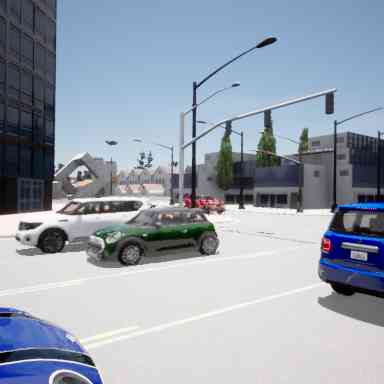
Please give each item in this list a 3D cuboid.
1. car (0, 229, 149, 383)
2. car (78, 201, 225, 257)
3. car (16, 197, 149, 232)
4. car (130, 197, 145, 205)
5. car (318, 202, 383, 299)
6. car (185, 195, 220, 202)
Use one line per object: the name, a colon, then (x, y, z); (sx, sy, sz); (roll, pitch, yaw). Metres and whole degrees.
car: (-2.747, 1.352, 1.783); (4.553, 1.767, 2.097); (0, 0, -35)
car: (-1.285, 1.366, 11.685); (4.553, 1.767, 2.097); (0, 0, -36)
car: (-4.203, 1.234, 13.898); (5.566, 2.045, 2.150); (0, 0, -36)
car: (-10.272, 1.646, 62.296); (1.882, 1.535, 5.008); (1, -1, -20)
car: (5.179, 1.239, 7.497); (5.566, 2.045, 2.150); (0, 0, -35)
car: (1.267, 1.314, 36.702); (2.150, 2.045, 5.566); (1, -1, -35)
